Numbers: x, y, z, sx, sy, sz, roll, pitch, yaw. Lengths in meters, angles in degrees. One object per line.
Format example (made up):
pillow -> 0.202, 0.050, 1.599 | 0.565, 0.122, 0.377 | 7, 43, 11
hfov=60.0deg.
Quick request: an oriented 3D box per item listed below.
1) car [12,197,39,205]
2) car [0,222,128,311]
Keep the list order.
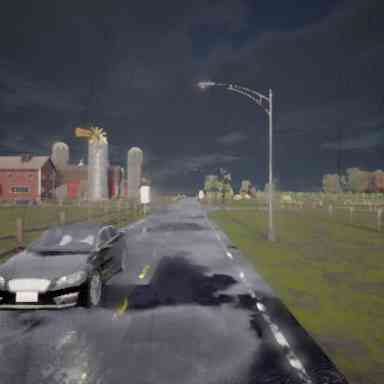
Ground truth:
car -> -28.701, 1.580, 57.343 | 4.181, 1.385, 1.994 | 1, -1, 0
car -> -2.814, 1.541, 8.113 | 2.128, 1.511, 4.902 | 0, 0, 0
